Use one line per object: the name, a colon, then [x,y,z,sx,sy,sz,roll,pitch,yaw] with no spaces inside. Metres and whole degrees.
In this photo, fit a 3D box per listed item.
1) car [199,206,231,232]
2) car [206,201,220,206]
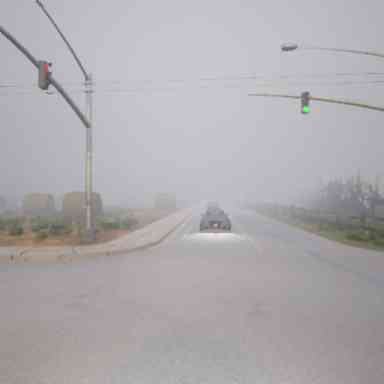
car: [1.534,1.837,22.057,1.994,1.385,4.181,0,-1,4]
car: [3.066,2.085,48.163,1.882,1.535,5.008,0,-1,3]
